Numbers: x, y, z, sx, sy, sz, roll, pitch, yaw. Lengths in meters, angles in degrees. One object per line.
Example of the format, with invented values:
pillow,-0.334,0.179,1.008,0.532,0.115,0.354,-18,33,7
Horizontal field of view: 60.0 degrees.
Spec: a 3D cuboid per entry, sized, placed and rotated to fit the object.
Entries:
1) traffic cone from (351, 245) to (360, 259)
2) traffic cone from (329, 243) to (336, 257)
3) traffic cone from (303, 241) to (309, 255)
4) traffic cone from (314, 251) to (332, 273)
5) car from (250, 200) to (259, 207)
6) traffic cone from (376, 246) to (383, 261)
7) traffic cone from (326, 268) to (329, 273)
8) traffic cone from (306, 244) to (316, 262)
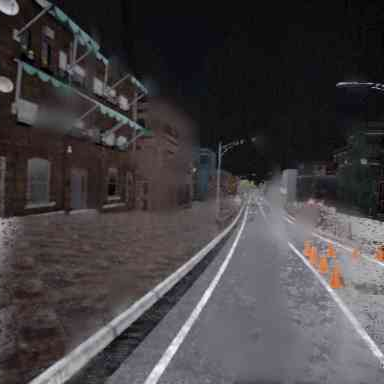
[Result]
traffic cone,7.178,2.609,14.618,0.340,0.580,0.340,2,-2,12
traffic cone,6.202,2.568,14.829,0.340,0.580,0.340,2,-2,12
traffic cone,5.228,2.528,15.046,0.340,0.580,0.340,2,-2,12
traffic cone,4.388,2.372,11.128,0.340,0.580,0.340,2,-2,12
car,15.194,2.730,81.197,1.837,1.490,4.892,2,1,10
traffic cone,8.153,2.649,14.406,0.340,0.580,0.340,2,-2,12
traffic cone,3.968,2.303,9.174,0.340,0.580,0.340,2,-1,12
traffic cone,4.807,2.448,13.084,0.340,0.580,0.340,2,-2,12
